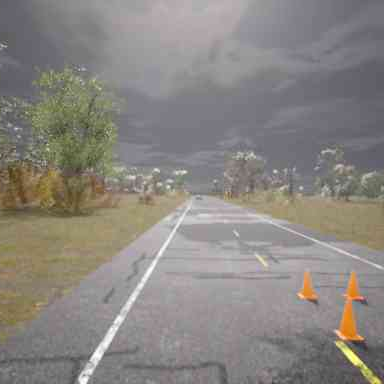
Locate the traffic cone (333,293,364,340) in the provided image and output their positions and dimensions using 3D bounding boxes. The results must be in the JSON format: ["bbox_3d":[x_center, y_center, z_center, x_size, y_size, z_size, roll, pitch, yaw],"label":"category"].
[{"bbox_3d":[2.488,1.988,5.295,0.340,0.580,0.340,1,0,1],"label":"traffic cone"}]

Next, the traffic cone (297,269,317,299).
[{"bbox_3d":[2.522,1.990,7.295,0.340,0.580,0.340,1,0,1],"label":"traffic cone"}]

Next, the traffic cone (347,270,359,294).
[{"bbox_3d":[3.522,2.001,7.278,0.340,0.580,0.340,1,0,1],"label":"traffic cone"}]
